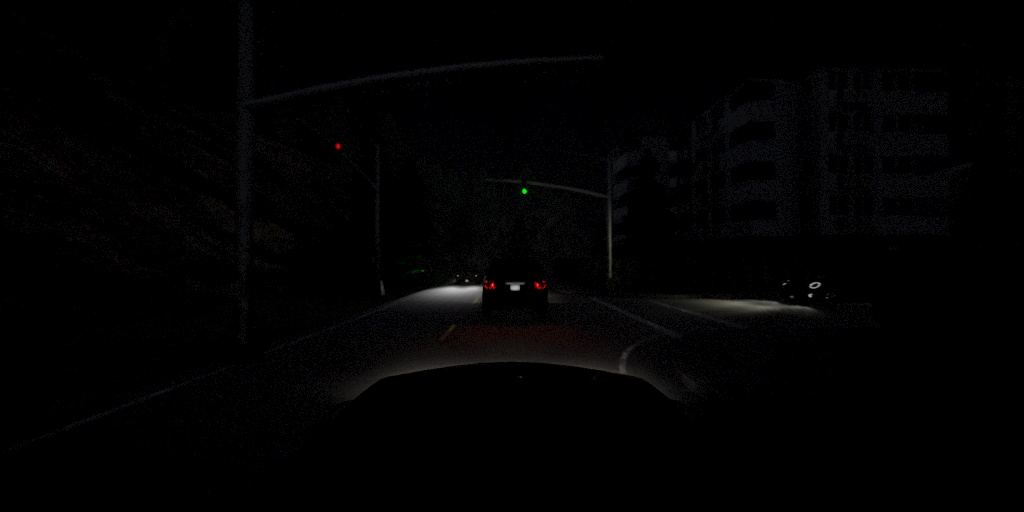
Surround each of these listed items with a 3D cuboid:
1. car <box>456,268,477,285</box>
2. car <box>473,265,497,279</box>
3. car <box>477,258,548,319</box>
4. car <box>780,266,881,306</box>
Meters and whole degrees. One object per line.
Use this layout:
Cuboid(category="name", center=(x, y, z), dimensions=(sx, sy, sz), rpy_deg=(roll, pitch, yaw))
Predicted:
Cuboid(category="car", center=(-3.524, 1.677, 30.546), dimensions=(1.895, 1.301, 4.718), rpy_deg=(0, -1, 1))
Cuboid(category="car", center=(-2.980, 1.716, 40.587), dimensions=(1.812, 1.442, 4.674), rpy_deg=(0, -1, 8))
Cuboid(category="car", center=(0.097, 1.106, 13.686), dimensions=(2.150, 2.045, 5.566), rpy_deg=(0, -1, 0))
Cuboid(category="car", center=(14.838, 1.265, 16.178), dimensions=(4.553, 1.767, 2.097), rpy_deg=(0, -1, -1))
